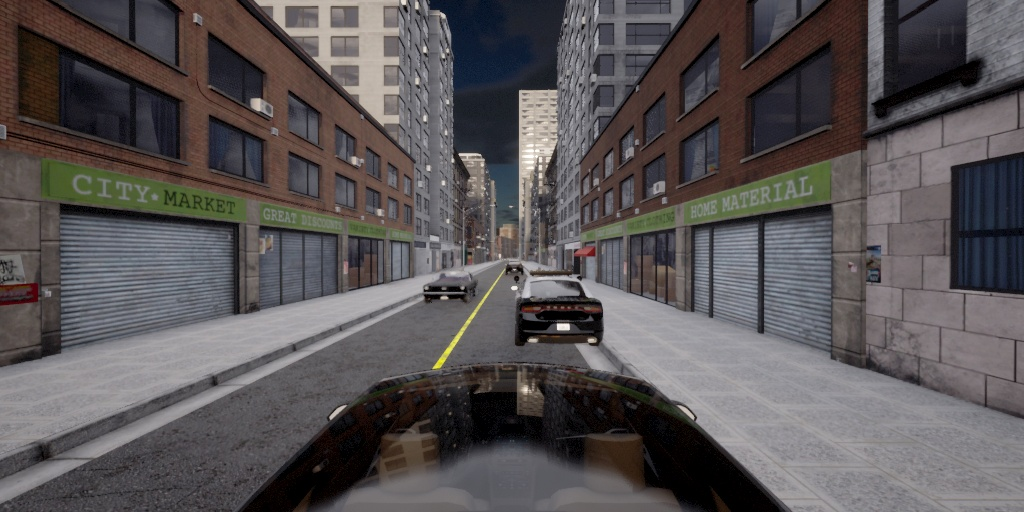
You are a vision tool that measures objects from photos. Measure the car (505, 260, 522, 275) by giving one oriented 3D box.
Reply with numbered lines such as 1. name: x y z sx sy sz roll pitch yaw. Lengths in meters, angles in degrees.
1. car: 0.280 1.248 38.871 1.882 1.535 5.008 0 0 0

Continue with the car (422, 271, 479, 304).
1. car: -2.667 1.352 16.361 1.895 1.301 4.718 0 0 0

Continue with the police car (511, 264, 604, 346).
1. police car: 1.010 1.176 9.544 1.930 1.638 5.238 0 0 0
